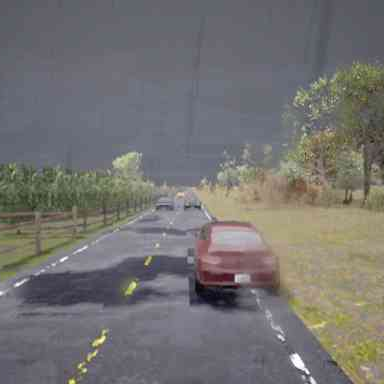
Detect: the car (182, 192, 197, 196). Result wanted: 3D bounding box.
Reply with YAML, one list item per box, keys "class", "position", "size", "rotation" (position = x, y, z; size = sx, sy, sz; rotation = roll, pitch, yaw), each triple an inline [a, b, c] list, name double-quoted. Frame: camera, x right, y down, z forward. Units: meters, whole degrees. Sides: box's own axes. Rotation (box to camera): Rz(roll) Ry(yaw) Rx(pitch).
- class: "car"
  position: [-0.012, 0.960, 47.742]
  size: [2.097, 1.767, 4.553]
  rotation: [0, 1, 0]

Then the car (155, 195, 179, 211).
- class: "car"
  position: [-2.862, 1.257, 36.089]
  size: [2.033, 1.411, 5.357]
  rotation: [0, 0, 0]

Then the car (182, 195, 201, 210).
- class: "car"
  position: [0.068, 1.300, 37.350]
  size: [1.895, 1.301, 4.718]
  rotation: [0, 1, 0]

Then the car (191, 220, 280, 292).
- class: "car"
  position: [0.959, 1.459, 8.623]
  size: [1.812, 1.442, 4.674]
  rotation: [0, 0, 0]

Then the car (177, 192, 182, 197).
- class: "car"
  position: [-2.817, 0.742, 83.160]
  size: [1.882, 1.535, 5.008]
  rotation: [0, 0, 0]
